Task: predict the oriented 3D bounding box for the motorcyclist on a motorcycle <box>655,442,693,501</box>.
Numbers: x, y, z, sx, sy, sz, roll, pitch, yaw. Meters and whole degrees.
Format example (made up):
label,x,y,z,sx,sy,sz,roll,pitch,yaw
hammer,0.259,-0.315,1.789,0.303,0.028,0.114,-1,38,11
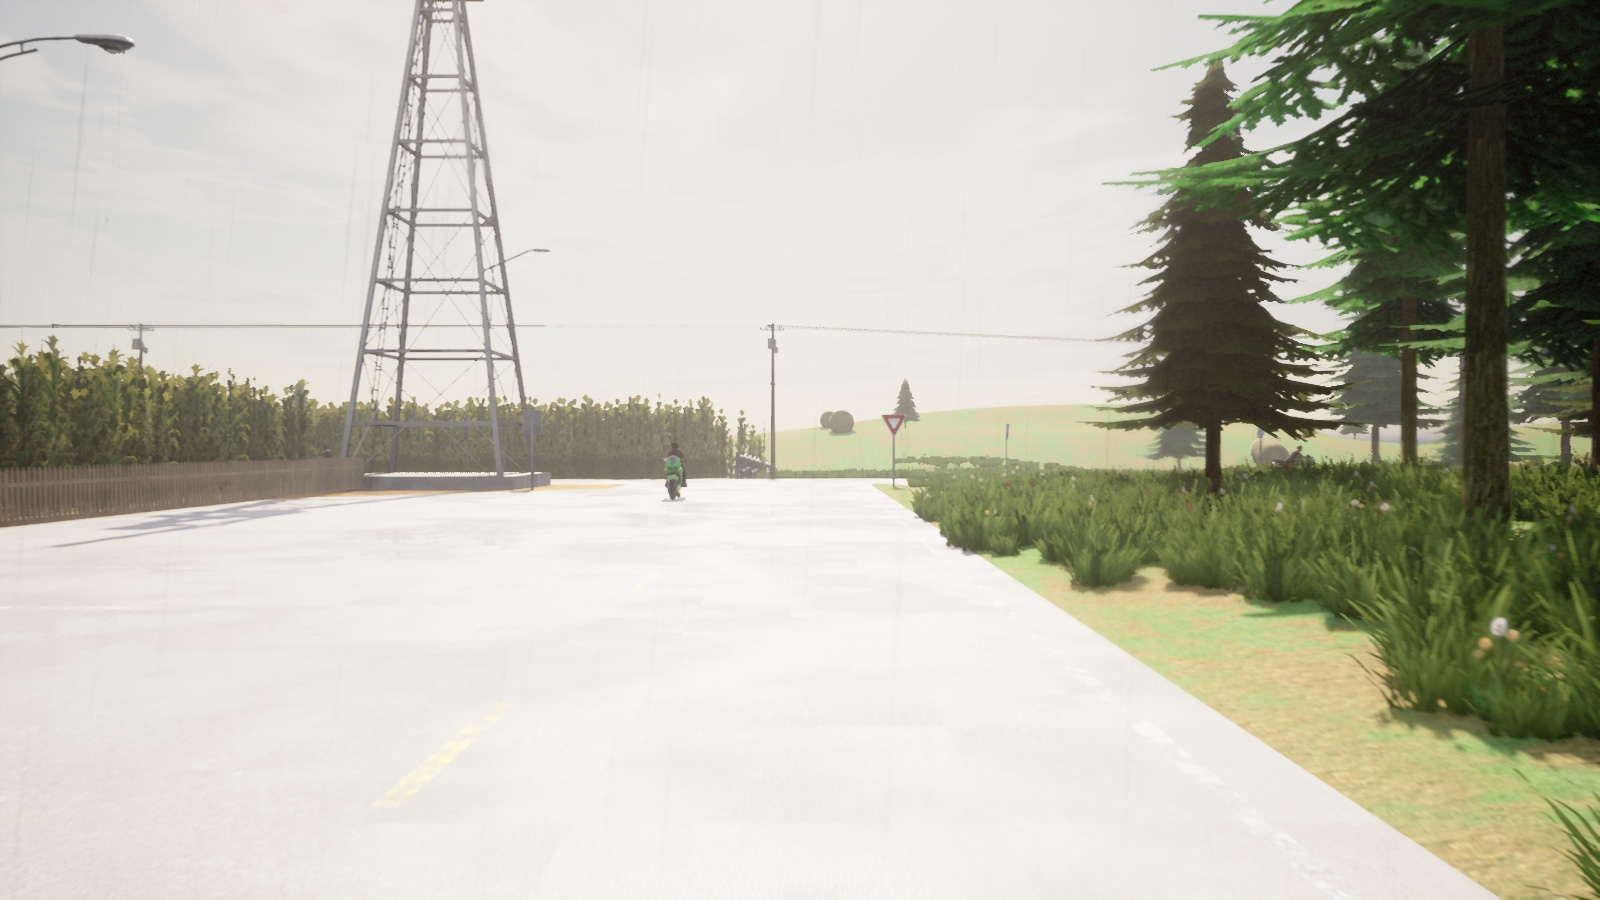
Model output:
label,x,y,z,sx,sy,sz,roll,pitch,yaw
motorcyclist on a motorcycle,-3.297,0.540,33.026,0.797,1.523,2.044,0,0,0
